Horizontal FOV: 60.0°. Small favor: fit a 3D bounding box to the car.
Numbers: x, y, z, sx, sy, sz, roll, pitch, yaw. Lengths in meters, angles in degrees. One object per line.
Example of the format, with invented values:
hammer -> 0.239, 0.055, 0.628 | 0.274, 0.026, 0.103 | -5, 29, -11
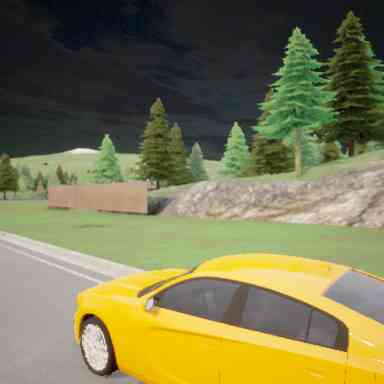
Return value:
car -> 0.648, 1.483, 3.801 | 5.008, 1.535, 1.882 | 0, 0, 38
